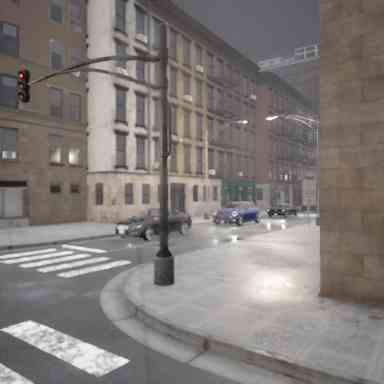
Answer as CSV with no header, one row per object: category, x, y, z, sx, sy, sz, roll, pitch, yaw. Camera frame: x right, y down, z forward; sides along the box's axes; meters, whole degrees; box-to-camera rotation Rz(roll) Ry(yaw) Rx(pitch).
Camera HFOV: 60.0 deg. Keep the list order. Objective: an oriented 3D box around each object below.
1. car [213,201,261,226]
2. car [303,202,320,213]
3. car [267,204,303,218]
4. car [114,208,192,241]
car,3.438,1.533,25.180,2.097,1.767,4.553,0,-1,36
car,15.081,1.889,41.435,1.895,1.301,4.718,0,-1,36
car,9.163,1.834,33.186,1.895,1.301,4.718,0,-1,35
car,-1.905,1.624,17.663,2.128,1.511,4.902,0,-1,35
